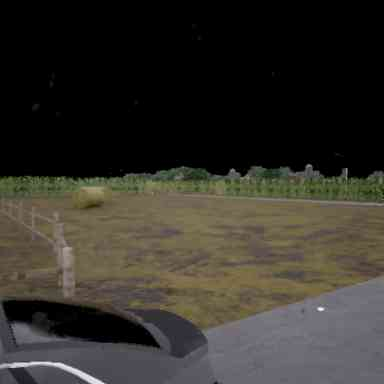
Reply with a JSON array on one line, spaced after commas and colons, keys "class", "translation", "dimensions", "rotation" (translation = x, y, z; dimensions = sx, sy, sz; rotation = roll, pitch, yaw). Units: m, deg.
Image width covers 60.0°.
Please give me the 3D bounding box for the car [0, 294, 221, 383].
[{"class": "car", "translation": [-2.005, 1.505, 1.642], "dimensions": [4.892, 1.490, 1.837], "rotation": [0, 0, -36]}]
